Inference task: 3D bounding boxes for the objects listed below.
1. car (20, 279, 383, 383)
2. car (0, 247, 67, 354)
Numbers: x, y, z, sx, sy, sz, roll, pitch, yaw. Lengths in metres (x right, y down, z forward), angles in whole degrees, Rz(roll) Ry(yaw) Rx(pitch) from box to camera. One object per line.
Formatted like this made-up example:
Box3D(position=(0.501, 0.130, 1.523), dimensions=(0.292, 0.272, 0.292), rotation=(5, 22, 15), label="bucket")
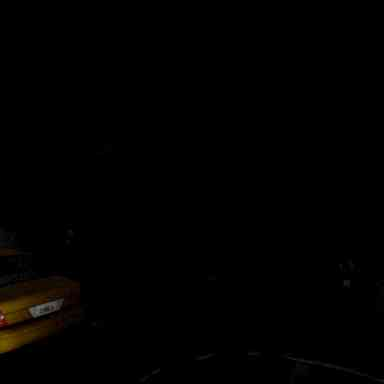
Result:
Box3D(position=(0.813, 1.566, 2.499), dimensions=(4.313, 1.339, 1.947), rotation=(0, 0, 35), label="car")
Box3D(position=(-3.826, 1.525, 5.800), dimensions=(4.829, 1.417, 1.752), rotation=(0, 0, 35), label="car")
